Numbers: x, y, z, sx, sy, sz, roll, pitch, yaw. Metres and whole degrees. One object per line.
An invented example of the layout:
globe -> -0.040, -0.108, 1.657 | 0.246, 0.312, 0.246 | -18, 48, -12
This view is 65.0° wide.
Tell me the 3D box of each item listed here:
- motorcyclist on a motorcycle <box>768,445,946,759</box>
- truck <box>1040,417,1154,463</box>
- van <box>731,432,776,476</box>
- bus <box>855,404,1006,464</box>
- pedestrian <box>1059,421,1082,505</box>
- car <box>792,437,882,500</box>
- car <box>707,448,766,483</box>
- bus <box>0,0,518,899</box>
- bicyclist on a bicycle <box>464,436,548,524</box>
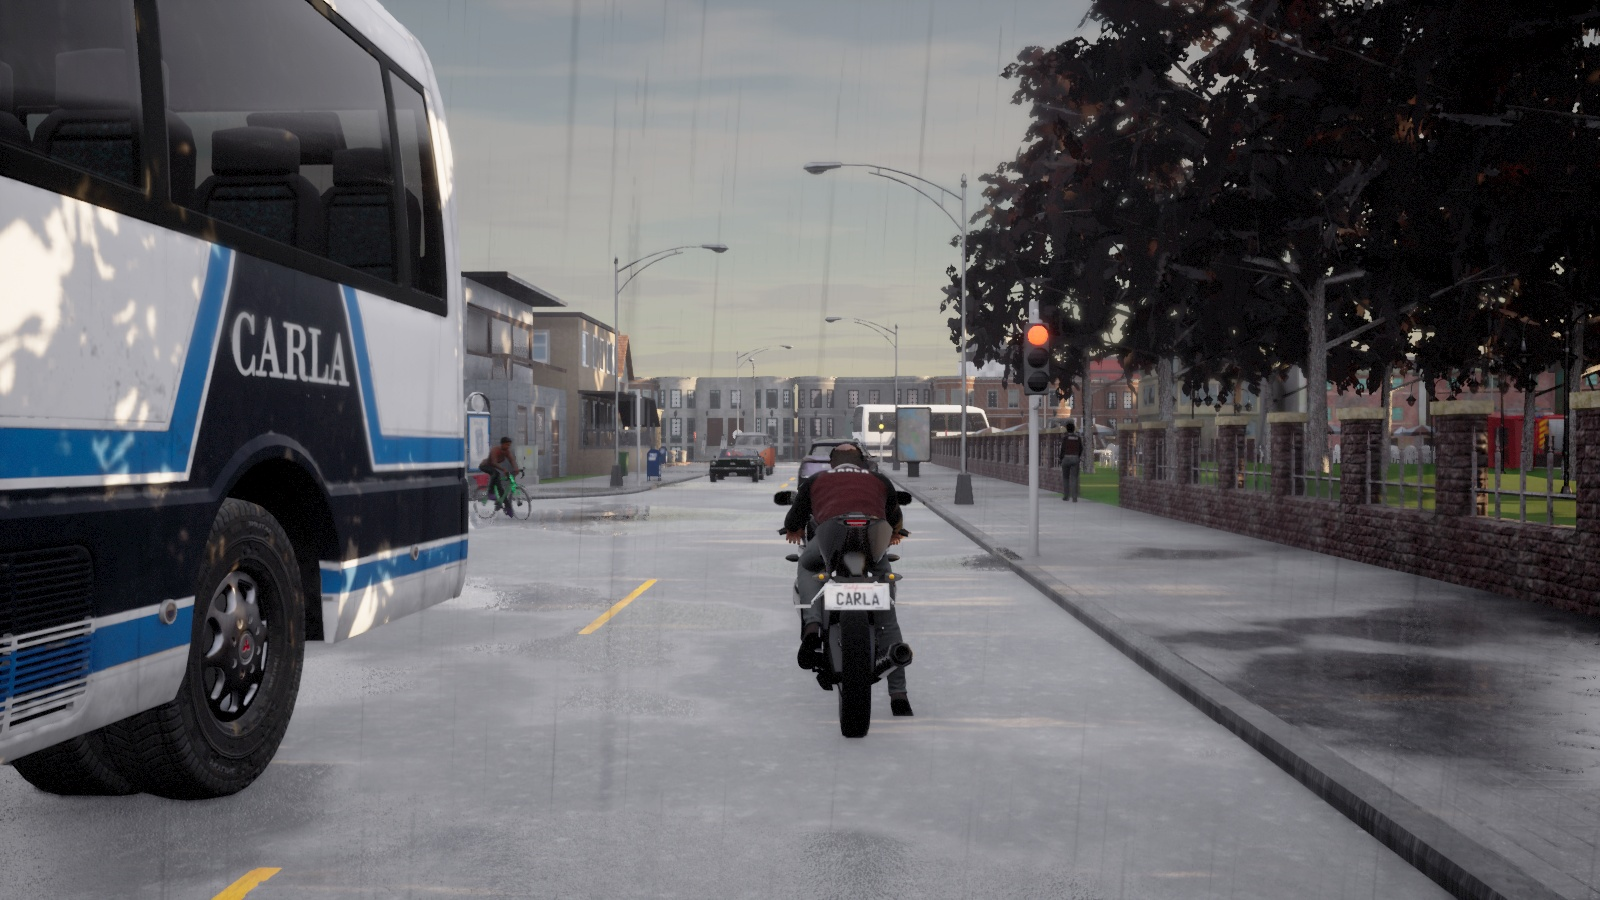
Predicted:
motorcyclist on a motorcycle -> 0.271, 0.741, 7.237 | 0.866, 1.530, 2.191 | 0, 0, 0
truck -> 22.212, -0.750, 94.248 | 7.936, 3.462, 2.891 | 0, 0, 2
van -> -2.134, 0.169, 58.141 | 1.775, 1.987, 4.442 | 0, 0, 2
bus -> 9.446, -1.140, 91.628 | 10.273, 4.253, 3.944 | 0, 0, -12
pedestrian -> 6.294, 0.296, 29.233 | 0.402, 1.930, 0.666 | 0, 0, 2
car -> 1.119, 0.478, 35.368 | 2.033, 1.649, 4.856 | 0, 0, 8
car -> -2.426, 0.568, 49.116 | 1.895, 1.301, 4.718 | 0, 0, 2
bus -> -3.932, -0.649, 2.773 | 3.944, 4.253, 10.273 | 0, 0, 2
bicyclist on a bicycle -> -5.698, 0.557, 24.306 | 1.656, 1.620, 0.582 | 1, 3, 35
